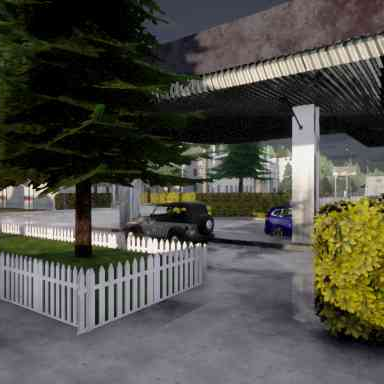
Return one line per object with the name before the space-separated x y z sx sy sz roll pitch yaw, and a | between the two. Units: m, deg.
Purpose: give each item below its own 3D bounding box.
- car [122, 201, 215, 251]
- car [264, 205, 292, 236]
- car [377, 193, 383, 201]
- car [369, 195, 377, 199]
car | -0.947 1.313 13.813 3.866 1.878 1.905 0 0 35
car | 5.854 1.480 15.962 4.611 1.667 2.242 0 0 35
car | 25.808 1.077 43.496 1.905 1.878 3.866 0 0 35
car | 33.073 1.298 60.237 2.007 1.523 4.514 0 0 35
